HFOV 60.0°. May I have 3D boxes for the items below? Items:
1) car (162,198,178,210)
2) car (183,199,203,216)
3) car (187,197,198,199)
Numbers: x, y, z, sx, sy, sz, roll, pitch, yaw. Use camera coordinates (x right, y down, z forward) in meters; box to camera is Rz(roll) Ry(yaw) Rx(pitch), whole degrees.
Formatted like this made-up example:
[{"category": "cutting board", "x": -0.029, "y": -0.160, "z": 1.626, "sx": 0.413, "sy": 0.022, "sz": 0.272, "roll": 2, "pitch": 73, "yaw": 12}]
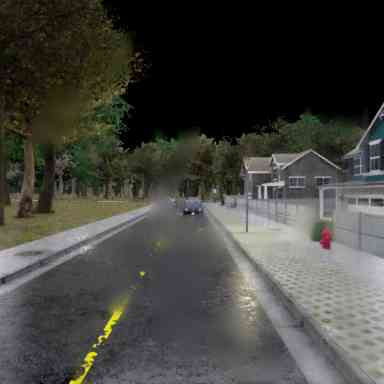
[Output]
[{"category": "car", "x": -2.843, "y": 1.549, "z": 43.413, "sx": 1.812, "sy": 1.442, "sz": 4.674, "roll": 0, "pitch": 0, "yaw": 0}, {"category": "car", "x": 0.103, "y": 1.613, "z": 31.948, "sx": 1.895, "sy": 1.301, "sz": 4.718, "roll": 0, "pitch": 0, "yaw": 0}, {"category": "car", "x": 0.106, "y": 1.376, "z": 43.453, "sx": 2.097, "sy": 1.767, "sz": 4.553, "roll": 0, "pitch": 0, "yaw": 0}]
